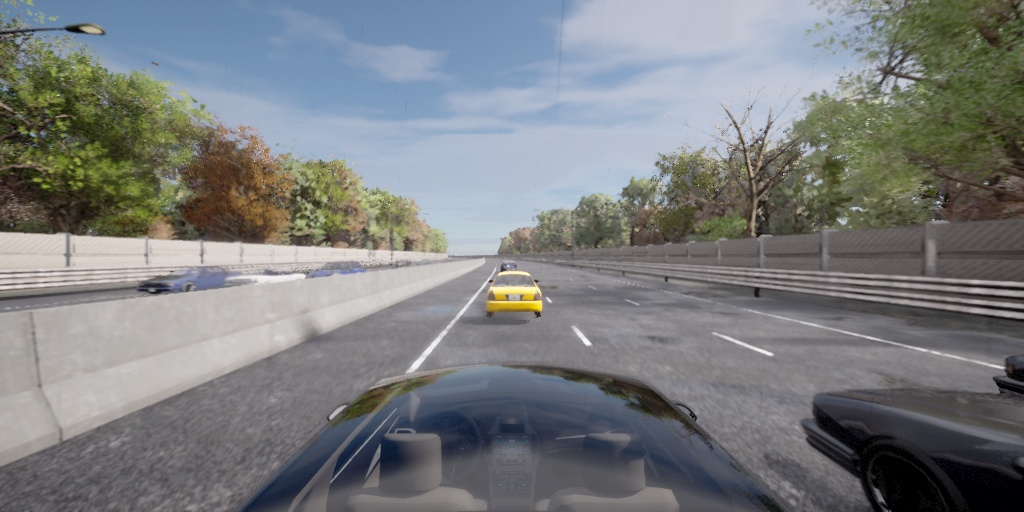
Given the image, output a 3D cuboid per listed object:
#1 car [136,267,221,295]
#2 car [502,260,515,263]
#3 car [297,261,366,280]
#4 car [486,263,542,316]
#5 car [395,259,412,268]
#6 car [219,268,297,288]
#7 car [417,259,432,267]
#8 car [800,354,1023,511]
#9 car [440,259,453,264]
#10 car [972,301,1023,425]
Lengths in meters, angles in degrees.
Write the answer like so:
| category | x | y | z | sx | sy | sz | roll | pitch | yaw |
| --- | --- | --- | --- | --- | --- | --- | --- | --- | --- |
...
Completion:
| category | x | y | z | sx | sy | sz | roll | pitch | yaw |
| --- | --- | --- | --- | --- | --- | --- | --- | --- | --- |
| car | -17.702 | 1.306 | 20.270 | 2.033 | 1.411 | 5.357 | 0 | 0 | -1 |
| car | -0.424 | 1.270 | 44.553 | 2.163 | 1.488 | 4.792 | 0 | 0 | -1 |
| car | -10.726 | 1.110 | 22.094 | 2.097 | 1.767 | 4.553 | 0 | 0 | -1 |
| car | 0.054 | 1.211 | 13.236 | 1.801 | 1.575 | 5.366 | 0 | 0 | 0 |
| car | -18.538 | 1.261 | 61.516 | 2.128 | 1.511 | 4.902 | 0 | 0 | -1 |
| car | -14.212 | 1.359 | 21.025 | 1.895 | 1.301 | 4.718 | 0 | 0 | -1 |
| car | -15.054 | 1.294 | 62.121 | 1.812 | 1.442 | 4.674 | 0 | 0 | -1 |
| car | 3.601 | 1.296 | 0.822 | 2.033 | 1.411 | 5.357 | 0 | 0 | 0 |
| car | -11.611 | 1.273 | 63.865 | 1.837 | 1.490 | 4.892 | 0 | 0 | -1 |
| car | 7.098 | 1.296 | 2.056 | 2.033 | 1.411 | 5.357 | 0 | 0 | 0 |
